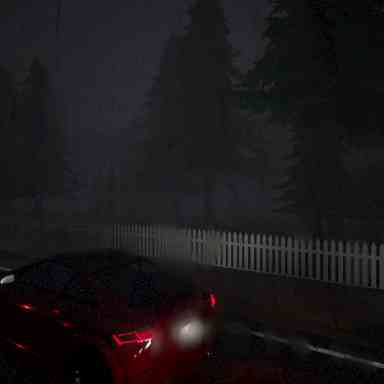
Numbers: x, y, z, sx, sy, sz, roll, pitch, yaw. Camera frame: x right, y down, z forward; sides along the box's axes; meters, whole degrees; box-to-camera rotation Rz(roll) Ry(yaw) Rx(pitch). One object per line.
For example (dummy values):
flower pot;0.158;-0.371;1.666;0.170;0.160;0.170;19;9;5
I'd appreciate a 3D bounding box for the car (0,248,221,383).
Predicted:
car;-1.675;1.564;4.975;4.181;1.385;1.994;0;0;35
